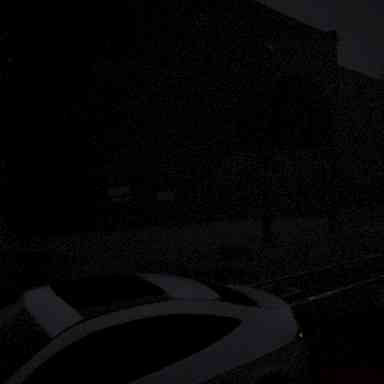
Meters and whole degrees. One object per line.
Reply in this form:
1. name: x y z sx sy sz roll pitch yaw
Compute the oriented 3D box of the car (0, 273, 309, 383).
1. car: -0.959 1.521 2.679 4.674 1.442 1.812 -1 0 -36
